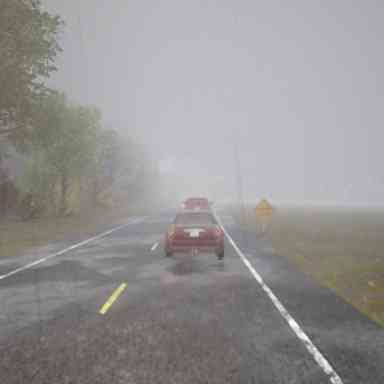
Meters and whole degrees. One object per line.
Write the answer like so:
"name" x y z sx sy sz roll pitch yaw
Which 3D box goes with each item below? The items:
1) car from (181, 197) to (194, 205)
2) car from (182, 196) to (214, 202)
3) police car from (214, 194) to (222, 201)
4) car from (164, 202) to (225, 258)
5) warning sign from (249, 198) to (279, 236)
"car" -0.774 1.809 65.827 2.033 1.411 5.357 0 0 5
"car" 0.489 1.414 27.488 2.150 2.045 5.566 0 0 2
"police car" 6.639 1.746 93.906 1.930 1.638 5.238 0 0 7
"car" 0.135 1.469 13.390 2.097 1.767 4.553 0 -1 1
"warning sign" 3.724 1.257 17.237 1.300 1.860 1.060 -1 -1 1
